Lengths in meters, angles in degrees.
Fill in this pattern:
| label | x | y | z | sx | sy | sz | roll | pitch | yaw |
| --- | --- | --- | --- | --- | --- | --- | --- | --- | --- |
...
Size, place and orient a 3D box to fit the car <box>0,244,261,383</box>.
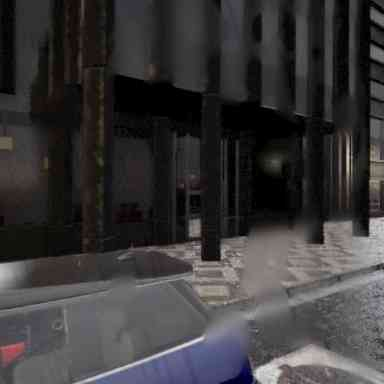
| label | x | y | z | sx | sy | sz | roll | pitch | yaw |
| --- | --- | --- | --- | --- | --- | --- | --- | --- | --- |
| car | -1.696 | 1.352 | 2.169 | 4.553 | 1.767 | 2.097 | 0 | 0 | -36 |
